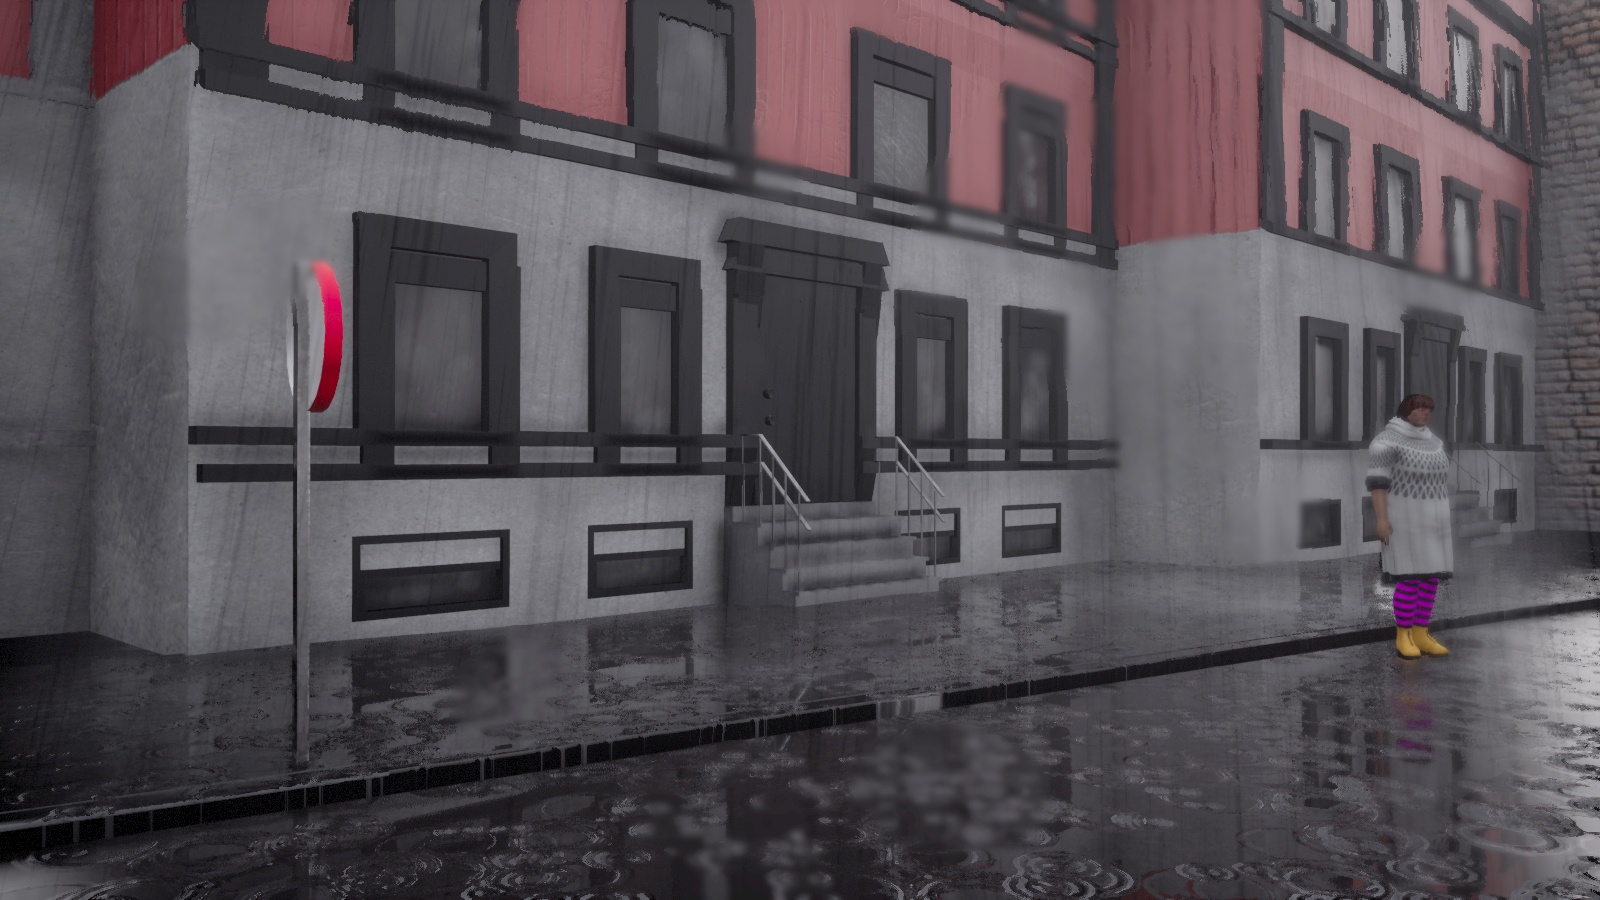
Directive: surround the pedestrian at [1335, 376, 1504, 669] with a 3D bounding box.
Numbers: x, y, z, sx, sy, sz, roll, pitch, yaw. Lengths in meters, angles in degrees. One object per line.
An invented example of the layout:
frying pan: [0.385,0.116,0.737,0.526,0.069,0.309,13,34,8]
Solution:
pedestrian: [4.354,0.482,8.872,0.659,1.952,0.873,0,0,-14]
